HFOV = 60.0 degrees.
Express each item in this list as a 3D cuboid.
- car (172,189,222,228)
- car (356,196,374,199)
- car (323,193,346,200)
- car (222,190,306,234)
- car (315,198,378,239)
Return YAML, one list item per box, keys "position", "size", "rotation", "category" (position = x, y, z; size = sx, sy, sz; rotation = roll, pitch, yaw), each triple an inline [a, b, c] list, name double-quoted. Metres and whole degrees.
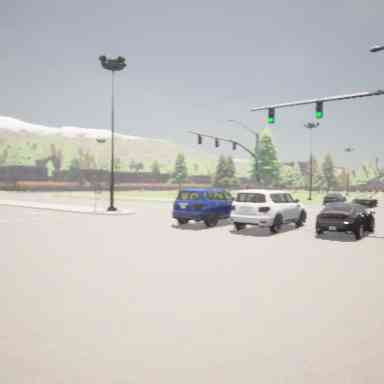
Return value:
- position: [1.192, 0.847, 19.326]
  size: [2.150, 2.045, 5.566]
  rotation: [1, 1, 38]
  category: "car"
- position: [19.474, 1.068, 37.279]
  size: [1.895, 1.301, 4.718]
  rotation: [1, 1, 38]
  category: "car"
- position: [17.318, 0.891, 40.210]
  size: [1.837, 1.490, 4.892]
  rotation: [1, 1, 38]
  category: "car"
- position: [4.125, 0.916, 17.397]
  size: [2.150, 2.045, 5.566]
  rotation: [1, 1, 38]
  category: "car"
- position: [7.427, 1.263, 15.955]
  size: [1.837, 1.490, 4.892]
  rotation: [1, 1, 38]
  category: "car"
